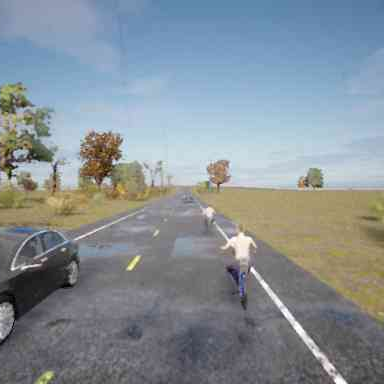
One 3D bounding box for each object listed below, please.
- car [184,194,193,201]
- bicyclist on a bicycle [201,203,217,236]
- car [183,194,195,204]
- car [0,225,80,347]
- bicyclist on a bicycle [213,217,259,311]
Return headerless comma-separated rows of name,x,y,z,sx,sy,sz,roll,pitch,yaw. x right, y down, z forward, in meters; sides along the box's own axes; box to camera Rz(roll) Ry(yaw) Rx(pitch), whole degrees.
car,-0.858,1.193,73.728,1.994,1.385,4.181,0,0,-1
bicyclist on a bicycle,0.874,1.357,16.735,0.866,1.612,1.509,0,0,-1
car,-0.535,1.218,56.661,2.128,1.511,4.902,0,0,-1
car,-3.629,1.475,6.270,1.837,1.490,4.892,0,0,0
bicyclist on a bicycle,0.964,1.404,6.708,0.866,1.612,1.509,0,0,-1
